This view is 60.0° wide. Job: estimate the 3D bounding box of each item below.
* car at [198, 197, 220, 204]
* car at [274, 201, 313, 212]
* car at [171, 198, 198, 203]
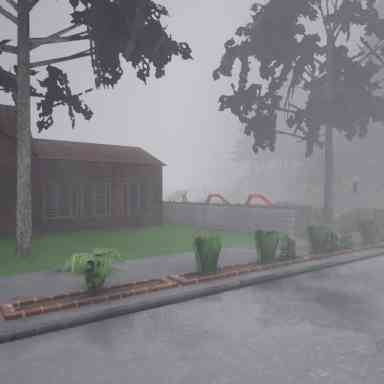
[{"bbox_3d":[2.335,1.544,54.438,2.033,1.411,5.357,0,0,-36],"label":"car"},{"bbox_3d":[10.550,1.598,35.903,1.895,1.301,4.718,0,0,-36],"label":"car"},{"bbox_3d":[-1.538,1.598,52.914,1.895,1.301,4.718,0,0,-35],"label":"car"}]
